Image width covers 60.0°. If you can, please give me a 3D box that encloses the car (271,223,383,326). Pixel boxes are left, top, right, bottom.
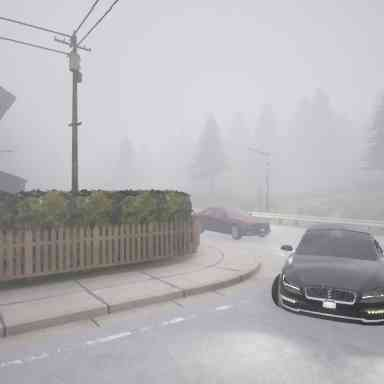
[{"bbox_3d":[3.217,1.505,7.340,1.837,1.490,4.892,0,0,27],"label":"car"}]

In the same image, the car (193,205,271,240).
[{"bbox_3d":[1.918,1.478,17.476,1.882,1.535,5.008,0,0,-33],"label":"car"}]
